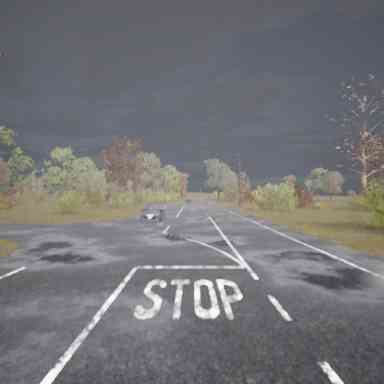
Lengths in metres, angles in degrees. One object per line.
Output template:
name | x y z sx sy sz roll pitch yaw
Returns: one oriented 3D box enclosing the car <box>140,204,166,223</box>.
car | -3.421 1.843 29.638 2.128 1.511 4.902 0 -1 0
